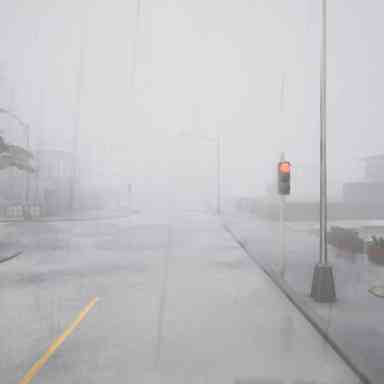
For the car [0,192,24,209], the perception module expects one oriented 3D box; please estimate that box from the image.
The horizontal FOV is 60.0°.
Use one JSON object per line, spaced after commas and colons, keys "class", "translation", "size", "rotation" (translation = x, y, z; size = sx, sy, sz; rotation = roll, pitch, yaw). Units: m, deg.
{"class": "car", "translation": [-19.736, 0.985, 34.939], "size": [1.905, 1.878, 3.866], "rotation": [0, 0, 35]}
